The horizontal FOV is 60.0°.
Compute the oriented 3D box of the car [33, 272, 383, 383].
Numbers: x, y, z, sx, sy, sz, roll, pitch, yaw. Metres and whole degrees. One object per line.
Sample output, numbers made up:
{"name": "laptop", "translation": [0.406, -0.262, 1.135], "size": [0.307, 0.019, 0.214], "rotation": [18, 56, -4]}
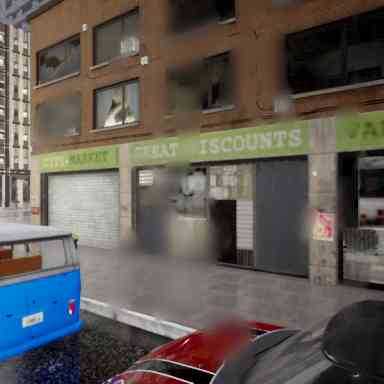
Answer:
{"name": "car", "translation": [1.165, 1.440, 1.896], "size": [4.097, 1.590, 1.967], "rotation": [0, 0, 35]}

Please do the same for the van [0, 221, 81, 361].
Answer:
{"name": "van", "translation": [-3.474, 1.343, 5.191], "size": [3.998, 1.788, 1.690], "rotation": [0, 0, 35]}
